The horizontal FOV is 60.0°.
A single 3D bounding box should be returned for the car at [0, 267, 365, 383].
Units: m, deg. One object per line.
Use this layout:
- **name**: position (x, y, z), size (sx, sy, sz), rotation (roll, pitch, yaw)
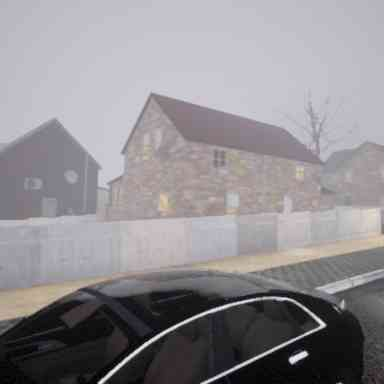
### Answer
- **car**: position (-0.405, 1.538, 2.773), size (4.892, 1.490, 1.837), rotation (1, -1, -37)
